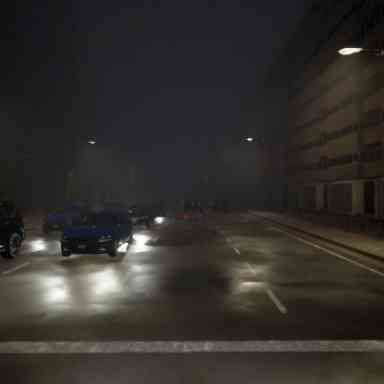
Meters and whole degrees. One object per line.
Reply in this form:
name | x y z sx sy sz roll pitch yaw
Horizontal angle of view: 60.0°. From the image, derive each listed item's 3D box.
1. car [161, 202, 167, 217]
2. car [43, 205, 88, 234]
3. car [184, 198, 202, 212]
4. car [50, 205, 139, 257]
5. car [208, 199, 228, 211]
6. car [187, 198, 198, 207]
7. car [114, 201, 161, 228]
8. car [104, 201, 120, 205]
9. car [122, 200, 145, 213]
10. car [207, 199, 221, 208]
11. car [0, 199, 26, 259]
car | -3.583 1.666 32.857 1.994 1.385 4.181 0 0 0
car | -7.094 1.538 19.827 1.882 1.535 5.008 0 0 0
car | 0.095 1.479 40.287 2.097 1.767 4.553 0 0 0
car | -3.590 1.517 13.354 1.882 1.535 5.008 0 0 0
car | 3.493 1.699 43.127 1.994 1.385 4.181 0 0 0
car | 0.080 1.698 54.767 1.812 1.442 4.674 0 0 0
car | -3.590 1.562 22.842 2.128 1.511 4.902 0 0 0
car | -7.087 1.598 30.139 1.837 1.490 4.892 0 0 0
car | -7.041 1.727 40.432 1.895 1.301 4.718 0 0 1
car | 3.491 1.768 53.071 1.895 1.301 4.718 0 0 0
car | -7.091 1.250 9.824 2.150 2.045 5.566 0 0 0
